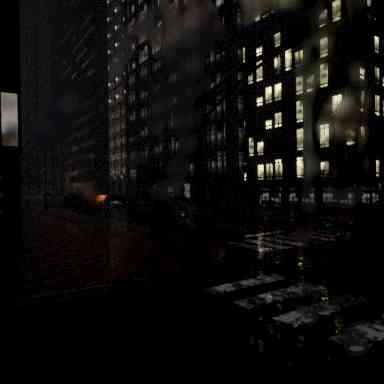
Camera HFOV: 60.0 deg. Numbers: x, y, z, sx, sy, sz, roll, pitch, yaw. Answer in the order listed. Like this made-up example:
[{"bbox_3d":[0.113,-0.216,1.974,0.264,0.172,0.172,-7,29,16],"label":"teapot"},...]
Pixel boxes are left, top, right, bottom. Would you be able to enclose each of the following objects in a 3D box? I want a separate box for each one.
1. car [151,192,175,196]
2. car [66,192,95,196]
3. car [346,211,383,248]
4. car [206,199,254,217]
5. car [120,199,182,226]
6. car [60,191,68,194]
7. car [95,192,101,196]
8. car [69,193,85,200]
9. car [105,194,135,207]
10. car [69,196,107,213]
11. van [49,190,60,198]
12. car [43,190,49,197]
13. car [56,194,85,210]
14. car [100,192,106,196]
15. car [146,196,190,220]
[{"bbox_3d":[-3.640,0.963,38.206,2.192,1.841,5.009,-1,1,-35],"label":"car"},{"bbox_3d":[-15.113,1.146,44.709,1.837,1.490,4.892,-1,1,-34],"label":"car"},{"bbox_3d":[8.883,1.491,13.352,4.902,1.511,2.128,0,0,31],"label":"car"},{"bbox_3d":[3.110,1.278,28.349,1.752,1.417,4.829,-1,1,-35],"label":"car"},{"bbox_3d":[-2.886,1.455,22.399,2.008,1.369,4.403,-1,1,-35],"label":"car"},{"bbox_3d":[-21.685,0.940,59.798,1.837,1.490,4.892,-1,-1,-34],"label":"car"},{"bbox_3d":[-15.940,0.795,56.782,2.097,1.767,4.553,-1,1,-35],"label":"car"},{"bbox_3d":[-22.848,0.889,66.078,1.887,1.381,4.507,-1,1,-35],"label":"car"},{"bbox_3d":[-8.287,1.200,40.385,2.033,1.411,5.357,-1,1,-34],"label":"car"},{"bbox_3d":[-10.515,1.354,33.420,1.947,1.339,4.313,-1,1,-35],"label":"car"},{"bbox_3d":[-32.451,0.531,80.010,1.690,1.788,3.998,-1,1,-35],"label":"van"},{"bbox_3d":[-35.653,0.689,84.657,2.008,1.369,4.403,-1,1,-35],"label":"car"},{"bbox_3d":[-13.718,1.289,38.065,2.008,1.369,4.403,-1,1,-35],"label":"car"},{"bbox_3d":[-11.956,1.009,51.064,1.837,1.490,4.892,-1,1,-35],"label":"car"},{"bbox_3d":[-2.019,1.334,25.641,2.128,1.511,4.902,-1,1,-35],"label":"car"}]
